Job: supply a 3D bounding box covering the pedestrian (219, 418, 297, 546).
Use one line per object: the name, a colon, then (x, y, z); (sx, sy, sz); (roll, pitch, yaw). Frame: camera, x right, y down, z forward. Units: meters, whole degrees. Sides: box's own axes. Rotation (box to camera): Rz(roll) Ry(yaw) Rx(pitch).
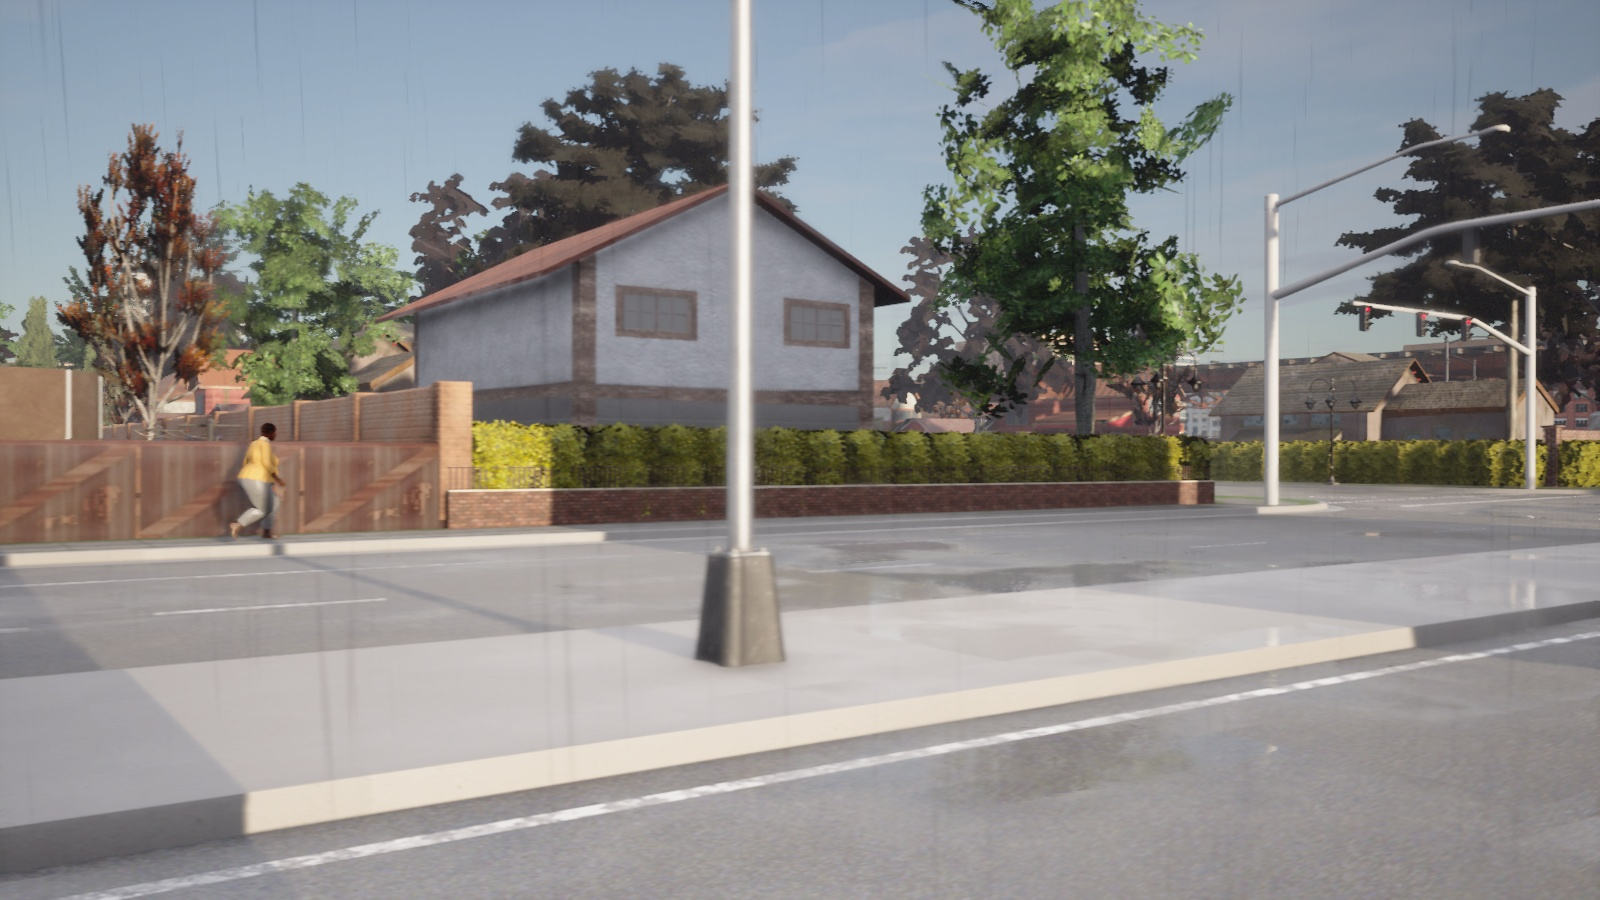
pedestrian: (-8.076, 0.463, 18.710); (0.900, 1.855, 0.874); (0, 0, -36)
